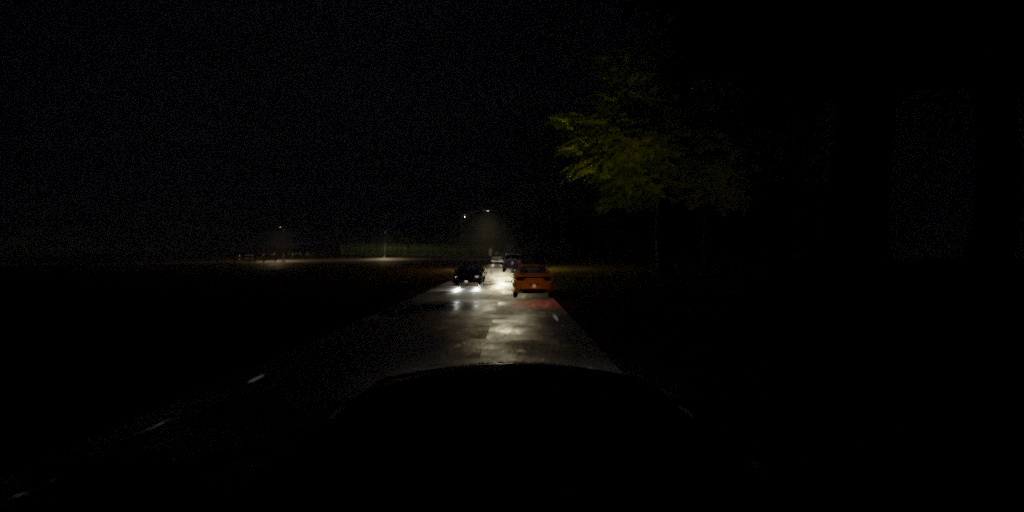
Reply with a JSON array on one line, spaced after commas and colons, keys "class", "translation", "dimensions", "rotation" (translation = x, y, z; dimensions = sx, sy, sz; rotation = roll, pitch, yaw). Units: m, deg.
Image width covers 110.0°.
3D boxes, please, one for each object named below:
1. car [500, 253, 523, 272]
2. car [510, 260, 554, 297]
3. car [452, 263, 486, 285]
[{"class": "car", "translation": [0.058, 0.731, 40.634], "dimensions": [2.150, 2.045, 5.566], "rotation": [0, 1, 0]}, {"class": "car", "translation": [0.973, 1.138, 18.163], "dimensions": [1.882, 1.535, 5.008], "rotation": [0, 0, 0]}, {"class": "car", "translation": [-2.833, 1.166, 24.841], "dimensions": [2.033, 1.411, 5.357], "rotation": [0, 0, 0]}]
